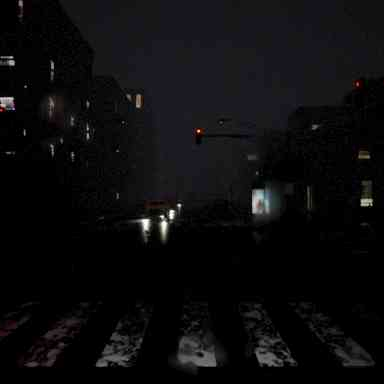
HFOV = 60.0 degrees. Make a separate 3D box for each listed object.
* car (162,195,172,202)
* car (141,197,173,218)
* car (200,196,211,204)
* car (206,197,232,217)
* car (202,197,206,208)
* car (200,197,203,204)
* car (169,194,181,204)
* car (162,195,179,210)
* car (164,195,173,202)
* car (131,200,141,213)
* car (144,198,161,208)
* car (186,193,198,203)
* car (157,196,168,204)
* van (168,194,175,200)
[{"bbox_3d":[-5.786,1.492,77.335,1.967,1.590,4.097,0,0,0],"label":"car"},{"bbox_3d":[-3.126,1.481,30.789,1.882,1.535,5.008,0,0,1],"label":"car"},{"bbox_3d":[2.610,1.586,65.965,2.008,1.369,4.403,-1,0,0],"label":"car"},{"bbox_3d":[2.648,1.444,31.784,1.967,1.590,4.097,0,0,0],"label":"car"},{"bbox_3d":[2.636,1.594,43.178,1.802,1.307,4.206,0,0,0],"label":"car"},{"bbox_3d":[2.629,1.568,48.875,2.008,1.369,4.403,0,0,0],"label":"car"},{"bbox_3d":[-3.093,1.539,62.975,1.837,1.490,4.892,0,-1,0],"label":"car"},{"bbox_3d":[-3.147,1.504,43.468,2.128,1.511,4.902,0,0,0],"label":"car"},{"bbox_3d":[-5.791,1.586,82.862,1.752,1.417,4.829,-1,0,0],"label":"car"},{"bbox_3d":[-5.738,1.558,37.459,2.008,1.369,4.403,0,0,0],"label":"car"},{"bbox_3d":[-5.751,1.568,48.853,2.008,1.369,4.403,0,0,0],"label":"car"},{"bbox_3d":[0.010,1.264,70.594,2.150,2.045,5.566,0,0,0],"label":"car"},{"bbox_3d":[-5.771,1.561,65.773,1.752,1.417,4.829,0,0,0],"label":"car"},{"bbox_3d":[-5.806,1.423,94.426,1.690,1.788,3.998,-1,0,0],"label":"van"}]
